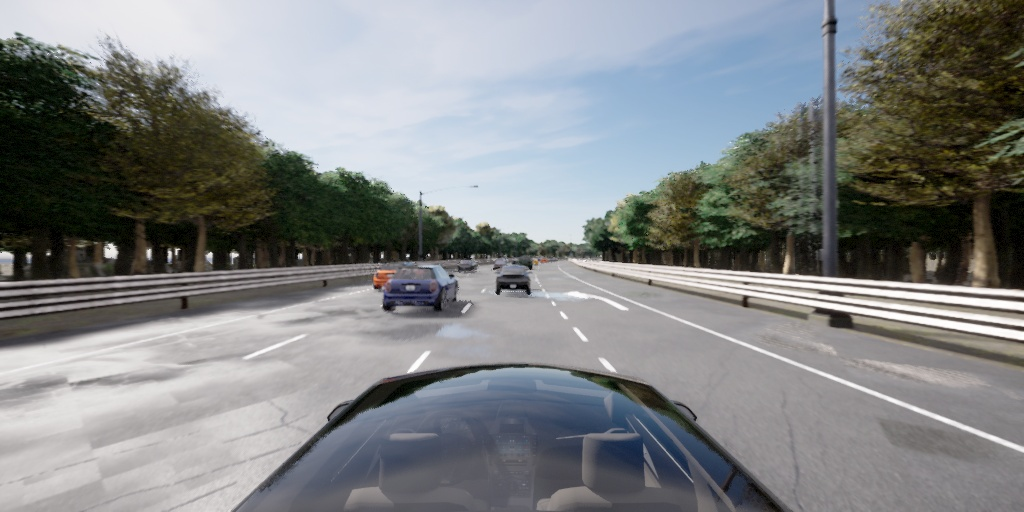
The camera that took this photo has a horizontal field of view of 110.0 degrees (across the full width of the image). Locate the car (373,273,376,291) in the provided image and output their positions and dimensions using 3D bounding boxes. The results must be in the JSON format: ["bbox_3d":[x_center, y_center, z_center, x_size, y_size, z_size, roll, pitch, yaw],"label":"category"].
[{"bbox_3d":[-6.855,1.136,22.445,2.097,1.767,4.553,0,0,1],"label":"car"}]

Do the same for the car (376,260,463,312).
[{"bbox_3d":[-3.477,1.120,14.466,2.097,1.767,4.553,0,0,1],"label":"car"}]

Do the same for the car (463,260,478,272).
[{"bbox_3d":[-5.676,1.302,46.469,2.128,1.511,4.902,0,0,4],"label":"car"}]

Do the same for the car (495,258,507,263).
[{"bbox_3d":[-1.588,1.357,53.435,2.033,1.411,5.357,0,0,5],"label":"car"}]

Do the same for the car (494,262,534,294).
[{"bbox_3d":[0.109,1.276,20.528,1.837,1.490,4.892,0,0,1],"label":"car"}]

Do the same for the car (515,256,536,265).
[{"bbox_3d":[2.091,1.026,55.501,2.150,2.045,5.566,0,0,5],"label":"car"}]
